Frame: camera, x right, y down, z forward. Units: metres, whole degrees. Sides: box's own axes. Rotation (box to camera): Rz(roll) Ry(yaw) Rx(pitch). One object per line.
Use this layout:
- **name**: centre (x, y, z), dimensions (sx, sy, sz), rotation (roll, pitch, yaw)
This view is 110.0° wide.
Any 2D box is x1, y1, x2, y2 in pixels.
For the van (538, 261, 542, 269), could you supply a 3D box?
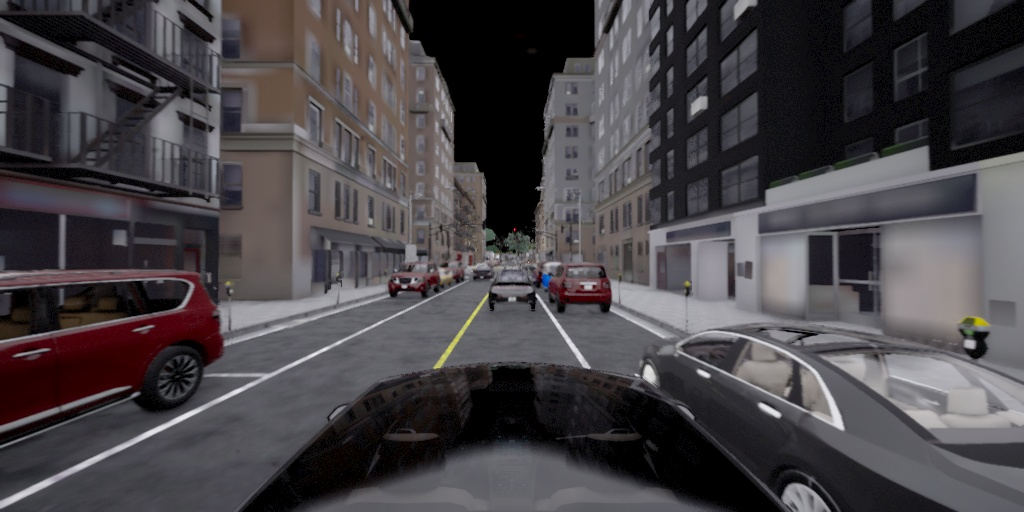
- **van**: centre (2.645, 1.273, 20.472), dimensions (1.690, 1.789, 3.998), rotation (0, 0, 0)

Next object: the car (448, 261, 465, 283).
- **car**: centre (-5.389, 1.357, 31.833), dimensions (2.192, 1.841, 5.009), rotation (0, 0, 0)

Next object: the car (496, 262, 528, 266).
- **car**: centre (0.032, 1.520, 30.357), dimensions (2.128, 1.511, 4.902), rotation (0, 0, 0)

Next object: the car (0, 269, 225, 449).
- **car**: centre (-5.394, 1.082, 3.442), dimensions (2.192, 1.841, 5.009), rotation (0, 0, 0)

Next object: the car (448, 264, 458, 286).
- **car**: centre (-5.390, 1.513, 25.984), dimensions (1.751, 1.417, 4.829), rotation (0, 0, 0)

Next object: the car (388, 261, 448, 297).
- **car**: centre (-5.391, 1.247, 20.477), dimensions (2.192, 1.841, 5.009), rotation (0, 0, 0)

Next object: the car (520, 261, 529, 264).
- **car**: centre (2.659, 1.852, 58.836), dimensions (2.007, 1.370, 4.403), rotation (0, 0, 0)

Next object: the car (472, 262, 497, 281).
- **car**: centre (-2.744, 1.624, 35.385), dimensions (2.033, 1.411, 5.357), rotation (0, -1, 0)

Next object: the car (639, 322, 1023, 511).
- **car**: centre (2.639, 1.317, 3.436), dimensions (2.007, 1.370, 4.403), rotation (0, 0, 0)

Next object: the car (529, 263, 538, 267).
- **car**: centre (2.647, 1.302, 26.150), dimensions (2.192, 1.841, 5.009), rotation (0, 0, 0)

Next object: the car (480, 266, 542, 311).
- **car**: centre (0.026, 1.376, 15.361), dimensions (2.128, 1.511, 4.902), rotation (0, 0, 0)

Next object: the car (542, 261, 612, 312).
- **car**: centre (2.643, 1.192, 14.793), dimensions (2.192, 1.841, 5.009), rotation (0, 0, 0)

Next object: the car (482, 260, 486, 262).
- **car**: centre (-5.394, 1.827, 58.669), dimensions (1.751, 1.417, 4.829), rotation (0, 0, 0)
